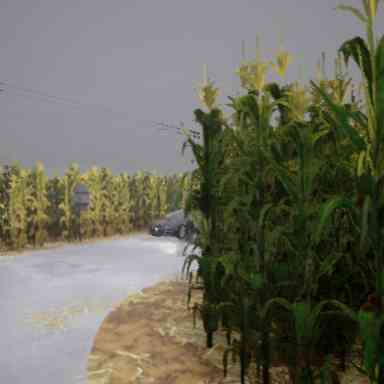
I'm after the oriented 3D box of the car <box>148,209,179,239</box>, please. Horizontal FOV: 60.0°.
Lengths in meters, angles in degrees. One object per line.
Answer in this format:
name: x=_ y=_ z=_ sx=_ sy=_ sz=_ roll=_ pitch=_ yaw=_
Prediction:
car: x=-0.368 y=1.646 z=18.572 sx=1.837 sy=1.490 sz=4.892 roll=-1 pitch=-1 yaw=35
